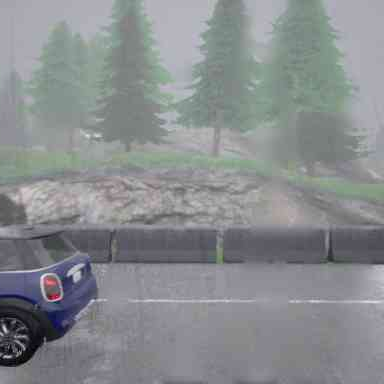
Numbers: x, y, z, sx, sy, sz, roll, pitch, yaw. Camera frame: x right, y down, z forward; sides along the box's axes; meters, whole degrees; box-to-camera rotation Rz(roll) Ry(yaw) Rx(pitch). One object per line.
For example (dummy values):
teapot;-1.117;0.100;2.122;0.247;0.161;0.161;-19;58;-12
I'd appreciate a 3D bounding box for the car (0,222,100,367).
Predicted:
car;-3.931;1.354;5.284;4.553;1.767;2.097;0;0;1
